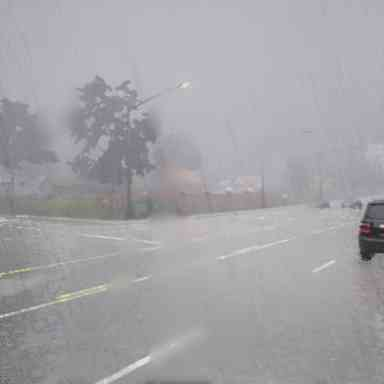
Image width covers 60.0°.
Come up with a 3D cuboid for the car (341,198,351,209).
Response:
[{"bbox_3d":[22.541,1.621,47.053,2.128,1.511,4.902,-1,0,39],"label":"car"}]

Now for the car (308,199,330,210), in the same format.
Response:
[{"bbox_3d":[18.047,1.709,47.076,2.128,1.511,4.902,-1,0,39],"label":"car"}]

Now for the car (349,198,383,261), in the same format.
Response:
[{"bbox_3d":[7.592,1.276,11.898,2.150,2.045,5.566,-1,-1,39],"label":"car"}]
